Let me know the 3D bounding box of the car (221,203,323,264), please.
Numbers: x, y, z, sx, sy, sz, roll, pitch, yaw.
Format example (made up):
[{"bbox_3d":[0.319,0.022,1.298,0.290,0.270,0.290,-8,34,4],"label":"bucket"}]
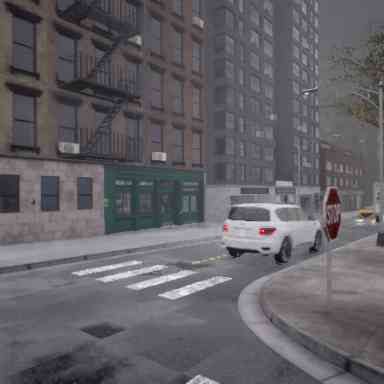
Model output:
[{"bbox_3d":[3.343,1.474,13.143,2.150,2.045,5.566,0,-2,39],"label":"car"}]

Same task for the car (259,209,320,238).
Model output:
[{"bbox_3d":[6.495,1.957,21.807,2.128,1.511,4.902,0,-2,39],"label":"car"}]

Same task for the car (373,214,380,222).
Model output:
[{"bbox_3d":[20.757,2.463,34.922,1.994,1.385,4.181,0,-1,39],"label":"car"}]

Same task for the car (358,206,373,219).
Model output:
[{"bbox_3d":[22.041,2.512,41.136,1.882,1.535,5.008,0,-2,39],"label":"car"}]
